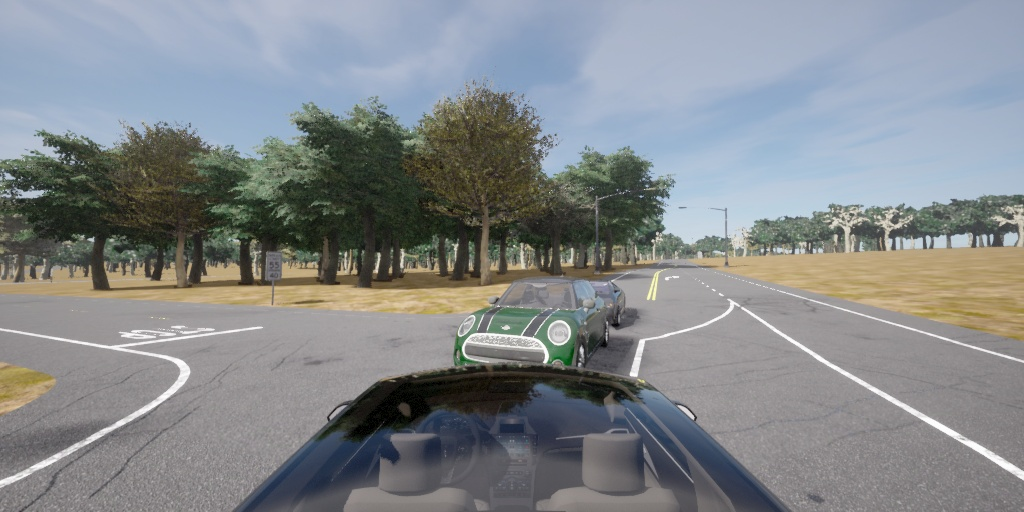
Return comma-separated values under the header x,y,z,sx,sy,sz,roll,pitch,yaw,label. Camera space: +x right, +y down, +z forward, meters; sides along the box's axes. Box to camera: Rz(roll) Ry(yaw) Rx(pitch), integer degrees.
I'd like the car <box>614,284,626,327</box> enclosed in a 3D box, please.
x,y,z,sx,sy,sz,roll,pitch,yaw,label
2.920,1.554,12.833,1.994,1.385,4.181,-2,0,22,car

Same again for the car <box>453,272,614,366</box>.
x,y,z,sx,sy,sz,roll,pitch,yaw,label
0.690,1.222,7.402,2.097,1.767,4.553,-1,-2,22,car
